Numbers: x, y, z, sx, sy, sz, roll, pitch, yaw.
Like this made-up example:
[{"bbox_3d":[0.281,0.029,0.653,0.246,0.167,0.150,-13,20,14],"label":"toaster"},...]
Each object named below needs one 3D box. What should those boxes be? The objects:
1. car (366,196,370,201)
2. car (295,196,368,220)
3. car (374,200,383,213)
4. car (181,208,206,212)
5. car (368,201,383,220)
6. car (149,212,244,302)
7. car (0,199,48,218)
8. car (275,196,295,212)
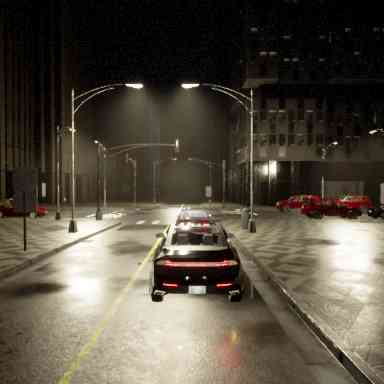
[{"bbox_3d":[17.692,1.353,37.692,5.009,1.841,2.192,0,1,0],"label":"car"},{"bbox_3d":[12.078,1.463,29.142,5.009,1.841,2.192,0,1,0],"label":"car"},{"bbox_3d":[23.334,1.634,37.720,4.313,1.339,1.947,0,1,0],"label":"car"},{"bbox_3d":[0.074,1.550,17.932,2.033,1.411,5.357,0,0,0],"label":"car"},{"bbox_3d":[17.720,1.742,29.171,4.313,1.339,1.947,0,1,0],"label":"car"},{"bbox_3d":[0.087,1.490,8.223,2.128,1.511,4.902,0,0,0],"label":"car"},{"bbox_3d":[-14.963,1.566,29.021,4.507,1.381,1.887,0,1,0],"label":"car"},{"bbox_3d":[12.049,1.325,37.666,5.009,1.841,2.192,0,1,0],"label":"car"}]
